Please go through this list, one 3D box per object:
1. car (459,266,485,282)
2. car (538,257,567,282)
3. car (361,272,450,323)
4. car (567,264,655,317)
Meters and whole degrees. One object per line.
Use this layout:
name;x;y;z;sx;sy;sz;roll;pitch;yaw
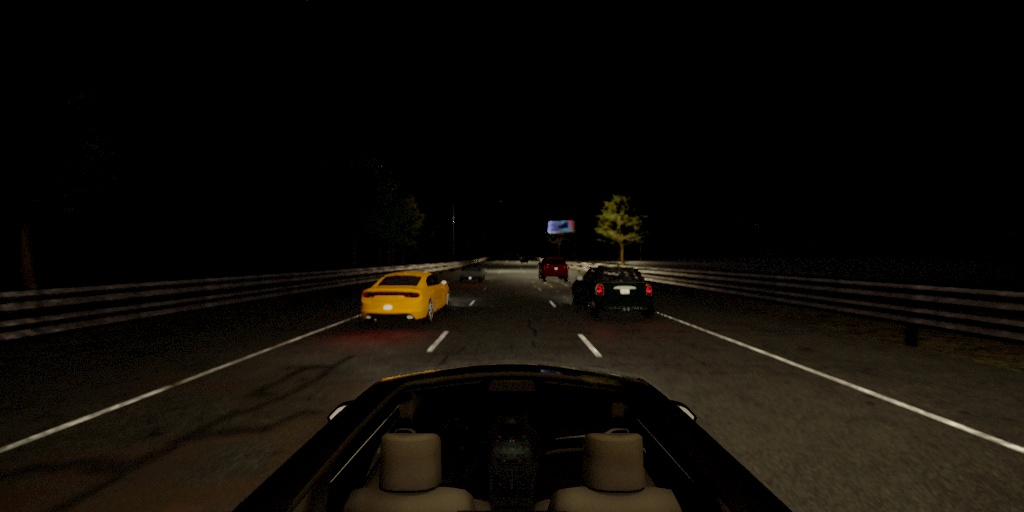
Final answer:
car;-3.394;1.519;31.336;1.895;1.301;4.718;0;0;0
car;3.606;1.143;31.878;2.150;2.045;5.566;0;0;0
car;-3.405;1.273;12.319;1.882;1.535;5.008;0;0;0
car;3.599;1.157;13.534;2.097;1.767;4.553;0;0;0
